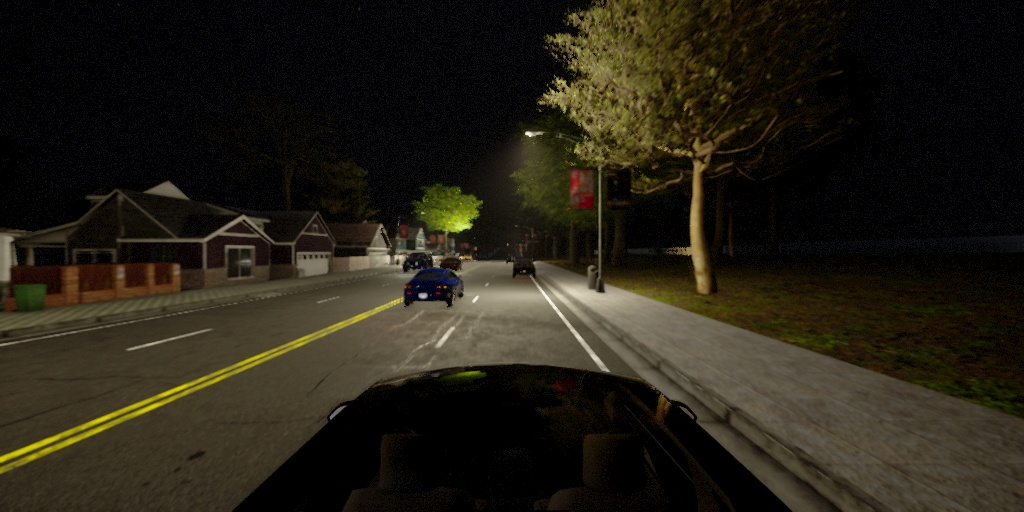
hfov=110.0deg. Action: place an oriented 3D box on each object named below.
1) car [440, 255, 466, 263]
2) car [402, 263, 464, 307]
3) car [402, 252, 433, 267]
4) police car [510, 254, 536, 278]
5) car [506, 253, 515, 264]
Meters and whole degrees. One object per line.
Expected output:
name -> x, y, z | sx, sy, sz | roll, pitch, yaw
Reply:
car -> -6.590, 0.872, 38.811 | 1.882, 1.535, 5.008 | 0, 1, 0
car -> -3.150, 1.221, 15.018 | 1.812, 1.442, 4.674 | 0, 0, 0
car -> -9.845, 0.627, 37.996 | 2.150, 2.045, 5.566 | 0, 1, 0
police car -> 0.973, 0.937, 30.441 | 1.930, 1.638, 5.238 | 0, 1, 0
car -> -0.002, 0.529, 63.664 | 2.097, 1.767, 4.553 | 0, 0, 0
